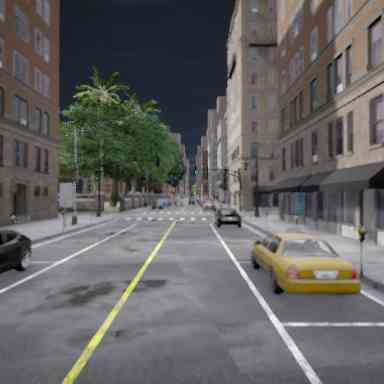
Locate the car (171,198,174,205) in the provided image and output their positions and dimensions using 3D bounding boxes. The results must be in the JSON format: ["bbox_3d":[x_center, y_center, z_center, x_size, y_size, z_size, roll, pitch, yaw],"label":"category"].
[{"bbox_3d":[-5.863,2.307,73.497,2.192,1.841,5.009,0,-1,0],"label":"car"}]

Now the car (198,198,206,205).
[{"bbox_3d":[2.661,2.530,89.707,2.192,1.841,5.009,0,-1,0],"label":"car"}]

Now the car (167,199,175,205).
[{"bbox_3d":[-5.865,2.840,95.121,2.008,1.369,4.403,0,-1,0],"label":"car"}]

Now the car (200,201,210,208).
[{"bbox_3d":[2.663,2.463,68.073,1.887,1.381,4.507,0,-1,0],"label":"car"}]

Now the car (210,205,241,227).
[{"bbox_3d":[2.667,1.899,25.287,1.947,1.339,4.313,0,-1,0],"label":"car"}]

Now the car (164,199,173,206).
[{"bbox_3d":[-5.864,2.581,84.310,1.967,1.590,4.097,0,-1,0],"label":"car"}]

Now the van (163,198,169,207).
[{"bbox_3d":[-5.862,2.185,62.683,1.690,1.788,3.998,0,-1,0],"label":"van"}]

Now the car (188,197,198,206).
[{"bbox_3d":[-0.008,2.613,82.859,1.837,1.490,4.892,0,-1,0],"label":"car"}]

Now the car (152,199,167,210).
[{"bbox_3d":[-5.862,2.336,57.274,1.947,1.339,4.313,0,-1,0],"label":"car"}]

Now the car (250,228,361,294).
[{"bbox_3d":[2.669,1.642,8.937,1.752,1.417,4.829,0,-1,0],"label":"car"}]

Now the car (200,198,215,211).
[{"bbox_3d":[2.665,2.136,51.851,1.967,1.590,4.097,0,-1,0],"label":"car"}]

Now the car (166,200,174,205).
[{"bbox_3d":[-5.865,2.759,89.715,1.887,1.381,4.507,0,-1,0],"label":"car"}]

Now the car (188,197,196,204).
[{"bbox_3d":[-0.009,2.322,93.314,2.150,2.045,5.566,0,-1,0],"label":"car"}]

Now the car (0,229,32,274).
[{"bbox_3d":[-5.856,1.680,8.781,1.947,1.339,4.313,0,-1,0],"label":"car"}]

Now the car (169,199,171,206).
[{"bbox_3d":[-5.863,2.358,68.089,1.967,1.590,4.097,0,-1,0],"label":"car"}]

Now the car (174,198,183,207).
[{"bbox_3d":[-3.008,2.552,75.999,2.128,1.511,4.902,0,-1,0],"label":"car"}]

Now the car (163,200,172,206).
[{"bbox_3d":[-5.864,2.648,78.900,1.802,1.307,4.206,0,-1,0],"label":"car"}]

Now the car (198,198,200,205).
[{"bbox_3d":[2.664,2.085,57.261,2.192,1.841,5.009,0,-1,0],"label":"car"}]
